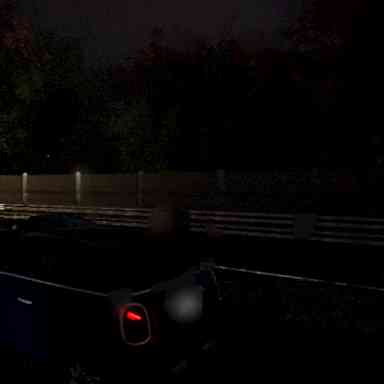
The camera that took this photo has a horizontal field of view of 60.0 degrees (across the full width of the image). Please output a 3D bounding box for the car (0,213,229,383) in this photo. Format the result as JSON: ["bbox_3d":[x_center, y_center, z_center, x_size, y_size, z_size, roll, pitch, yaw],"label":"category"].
[{"bbox_3d":[-1.821,1.306,4.950,4.553,1.767,2.097,0,0,34],"label":"car"}]

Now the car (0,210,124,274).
[{"bbox_3d":[-4.585,1.424,10.778,4.674,1.442,1.812,1,0,30],"label":"car"}]
